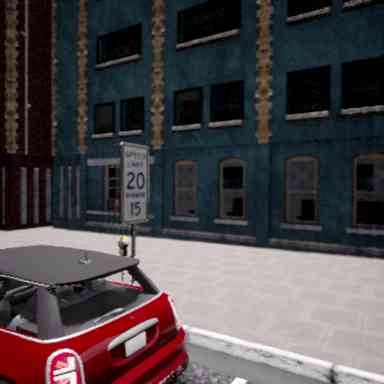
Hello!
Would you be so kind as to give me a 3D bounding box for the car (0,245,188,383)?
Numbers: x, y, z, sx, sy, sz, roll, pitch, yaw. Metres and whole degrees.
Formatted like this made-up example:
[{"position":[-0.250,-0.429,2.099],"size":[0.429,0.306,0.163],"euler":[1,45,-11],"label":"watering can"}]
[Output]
[{"position":[-2.161,1.390,4.042],"size":[4.097,1.590,1.967],"euler":[0,2,32],"label":"car"}]
